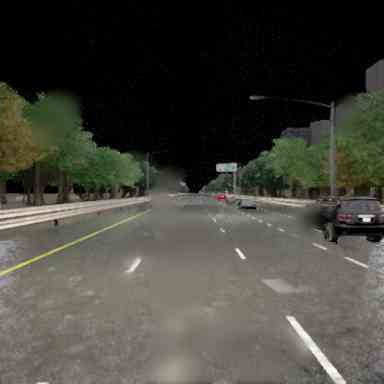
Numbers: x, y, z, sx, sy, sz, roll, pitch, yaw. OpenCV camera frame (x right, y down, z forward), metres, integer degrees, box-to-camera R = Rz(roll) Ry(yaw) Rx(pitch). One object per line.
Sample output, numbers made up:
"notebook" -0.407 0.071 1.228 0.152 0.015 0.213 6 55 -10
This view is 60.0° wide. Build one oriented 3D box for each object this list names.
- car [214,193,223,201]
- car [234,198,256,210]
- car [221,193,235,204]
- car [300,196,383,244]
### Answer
"car" 7.392 1.254 83.051 2.150 2.045 5.566 0 0 1
"car" 7.113 1.578 43.514 1.994 1.385 4.181 0 0 0
"car" 7.229 1.514 62.981 2.128 1.511 4.902 0 0 0
"car" 7.016 1.220 16.040 2.150 2.045 5.566 0 0 0
